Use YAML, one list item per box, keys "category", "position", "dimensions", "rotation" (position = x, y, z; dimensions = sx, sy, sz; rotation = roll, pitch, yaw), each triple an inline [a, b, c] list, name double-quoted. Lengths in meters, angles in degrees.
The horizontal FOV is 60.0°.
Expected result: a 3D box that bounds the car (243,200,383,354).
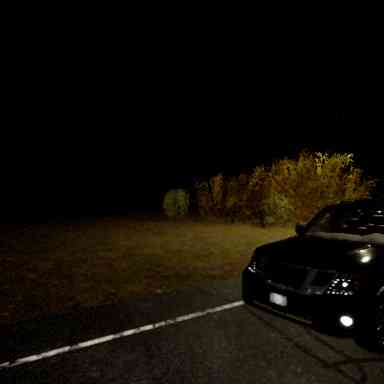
- category: "car"
  position: [3.525, 1.204, 6.439]
  dimensions: [5.566, 2.045, 2.150]
  rotation: [0, 0, -35]
